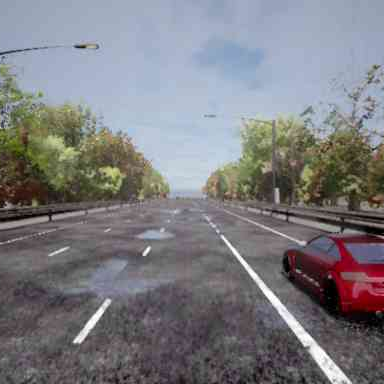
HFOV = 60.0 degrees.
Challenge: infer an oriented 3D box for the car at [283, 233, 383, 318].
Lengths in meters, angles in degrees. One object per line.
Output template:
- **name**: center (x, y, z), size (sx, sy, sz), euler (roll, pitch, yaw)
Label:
- **car**: center (3.557, 1.638, 7.691), size (1.994, 1.385, 4.181), euler (0, -1, -1)
